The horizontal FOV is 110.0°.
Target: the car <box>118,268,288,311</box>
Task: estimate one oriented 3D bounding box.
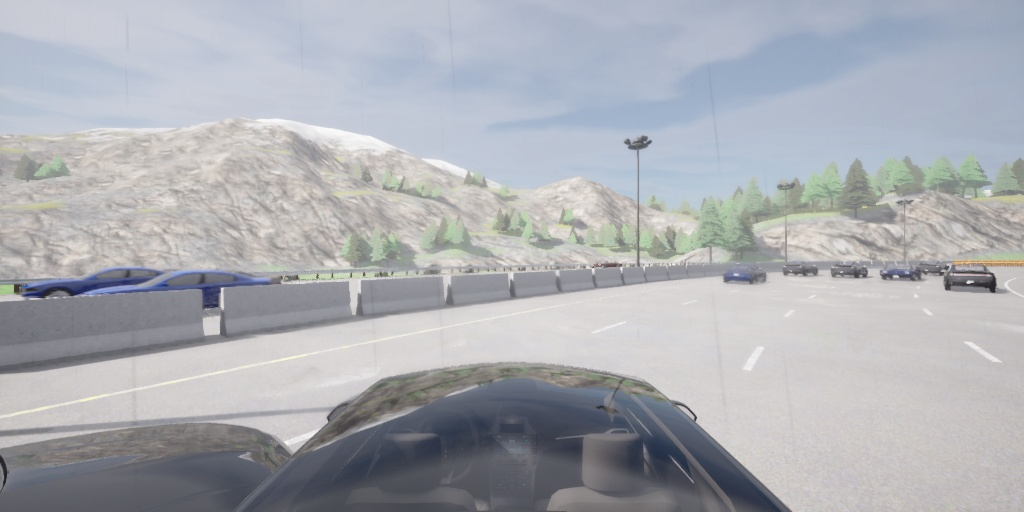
[{"bbox_3d":[-13.144,1.297,15.662,2.033,1.411,5.357,0,0,39],"label":"car"}]

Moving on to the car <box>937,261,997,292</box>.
[{"bbox_3d":[27.321,1.243,21.475,4.902,1.511,2.128,0,0,-39],"label":"car"}]

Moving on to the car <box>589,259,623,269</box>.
[{"bbox_3d":[11.876,1.063,45.229,4.718,1.301,1.895,0,0,-38],"label":"car"}]

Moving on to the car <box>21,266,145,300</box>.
[{"bbox_3d":[-17.435,1.227,15.818,1.882,1.535,5.008,0,0,38],"label":"car"}]

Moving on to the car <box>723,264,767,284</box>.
[{"bbox_3d":[17.586,1.313,27.012,4.181,1.385,1.994,0,0,-41],"label":"car"}]

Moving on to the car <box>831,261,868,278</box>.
[{"bbox_3d":[31.368,1.241,33.332,4.902,1.511,2.128,0,0,-35],"label":"car"}]

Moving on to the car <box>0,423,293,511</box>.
[{"bbox_3d":[-2.982,1.255,0.515,4.892,1.490,1.837,0,0,-45],"label":"car"}]

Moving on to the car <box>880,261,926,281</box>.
[{"bbox_3d":[32.302,1.351,29.723,4.718,1.301,1.895,0,0,-35],"label":"car"}]

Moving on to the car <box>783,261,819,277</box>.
[{"bbox_3d":[28.881,1.241,35.861,4.902,1.511,2.128,0,0,-35],"label":"car"}]

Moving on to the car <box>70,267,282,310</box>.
[{"bbox_3d":[-11.231,1.227,12.400,1.882,1.535,5.008,0,0,39],"label":"car"}]

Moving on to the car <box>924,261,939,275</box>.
[{"bbox_3d":[43.305,1.241,36.857,4.902,1.511,2.128,0,0,-31],"label":"car"}]
